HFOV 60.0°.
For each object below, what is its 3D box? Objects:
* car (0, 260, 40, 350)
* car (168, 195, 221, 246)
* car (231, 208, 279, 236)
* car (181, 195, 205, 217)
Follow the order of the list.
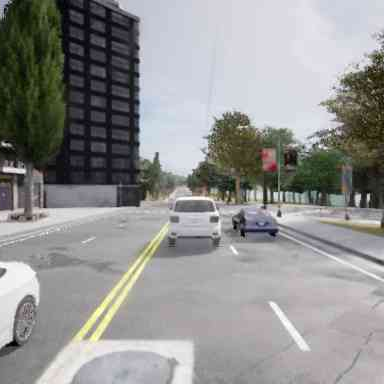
[{"bbox_3d":[-3.337,1.528,3.620,1.812,1.442,4.674,0,0,0],"label":"car"},{"bbox_3d":[0.100,1.242,15.473,2.150,2.045,5.566,0,0,0],"label":"car"},{"bbox_3d":[3.345,1.577,18.400,2.033,1.411,5.357,0,0,0],"label":"car"},{"bbox_3d":[0.100,1.324,33.195,2.150,2.045,5.566,0,-1,0],"label":"car"}]
